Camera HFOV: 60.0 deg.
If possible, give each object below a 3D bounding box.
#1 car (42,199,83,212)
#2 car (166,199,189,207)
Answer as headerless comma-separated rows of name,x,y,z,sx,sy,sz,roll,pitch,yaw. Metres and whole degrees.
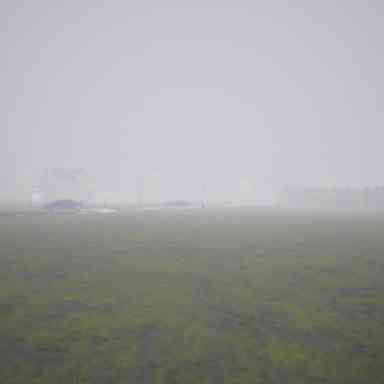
car,-15.774,1.570,40.791,1.882,1.535,5.008,1,0,35
car,-2.540,1.996,59.372,1.895,1.301,4.718,1,0,36
